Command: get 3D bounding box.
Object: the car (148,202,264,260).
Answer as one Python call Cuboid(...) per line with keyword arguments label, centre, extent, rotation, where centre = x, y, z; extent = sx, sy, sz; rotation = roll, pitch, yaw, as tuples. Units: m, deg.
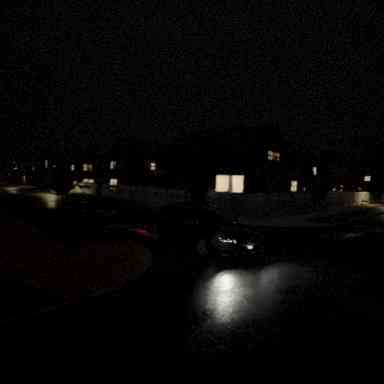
Cuboid(label="car", centre=(0.232, 1.154, 11.144), extent=(1.837, 1.490, 4.892), rotation=(2, 2, -35))
